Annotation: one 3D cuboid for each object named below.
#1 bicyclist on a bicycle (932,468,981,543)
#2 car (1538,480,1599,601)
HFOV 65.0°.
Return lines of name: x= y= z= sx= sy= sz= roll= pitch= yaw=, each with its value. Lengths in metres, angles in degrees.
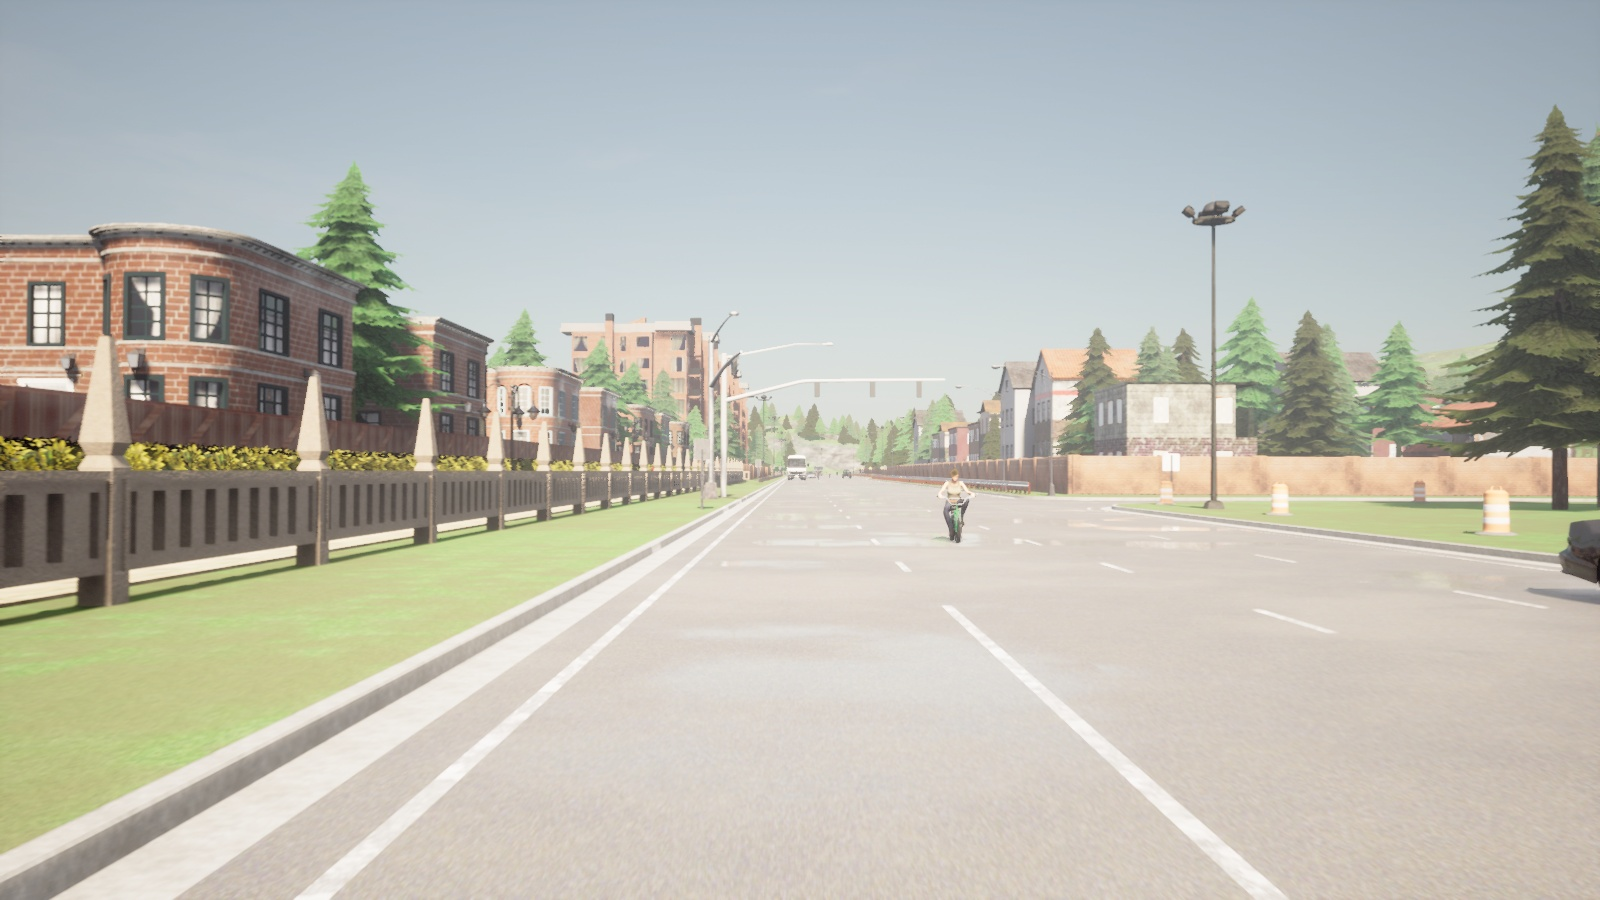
bicyclist on a bicycle: x=3.420 y=1.199 z=27.552 sx=0.866 sy=1.612 sz=1.509 roll=0 pitch=-1 yaw=0
car: x=10.467 y=1.044 z=13.388 sx=2.033 sy=1.411 sz=5.357 roll=0 pitch=-1 yaw=0
